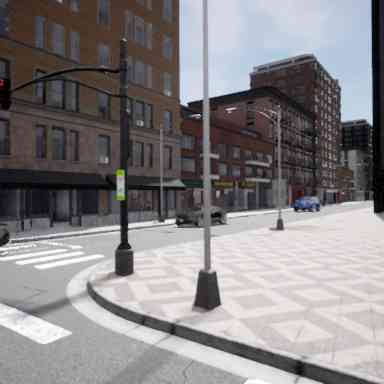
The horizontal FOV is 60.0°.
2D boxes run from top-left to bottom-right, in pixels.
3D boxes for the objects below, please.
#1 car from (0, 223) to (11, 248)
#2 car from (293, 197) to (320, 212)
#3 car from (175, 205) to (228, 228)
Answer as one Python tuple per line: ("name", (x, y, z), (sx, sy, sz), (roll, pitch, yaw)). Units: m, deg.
("car", (-8.733, 1.558, 11.081), (2.128, 1.511, 4.902), (-1, -1, 36))
("car", (15.419, 1.628, 44.544), (2.150, 2.045, 5.566), (-1, -1, 36))
("car", (0.754, 1.681, 24.270), (1.882, 1.535, 5.008), (-1, -1, 36))
